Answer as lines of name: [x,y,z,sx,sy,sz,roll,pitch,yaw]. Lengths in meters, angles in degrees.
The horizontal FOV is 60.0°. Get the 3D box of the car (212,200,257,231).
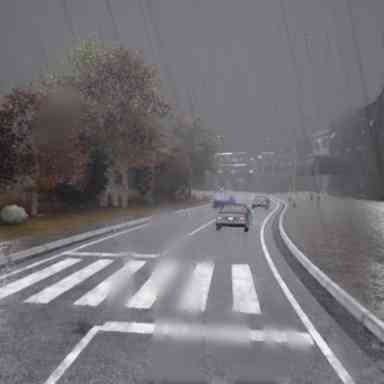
car: [2.597,1.430,19.878,2.033,1.411,5.357,1,1,13]

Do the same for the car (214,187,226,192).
car: [6.477,-0.311,77.408,1.837,1.490,4.892,-1,2,-17]

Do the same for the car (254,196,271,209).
car: [8.041,1.191,38.575,2.033,1.411,5.357,1,1,17]

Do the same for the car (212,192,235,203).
car: [3.593,1.086,36.857,1.882,1.535,5.008,1,1,17]
